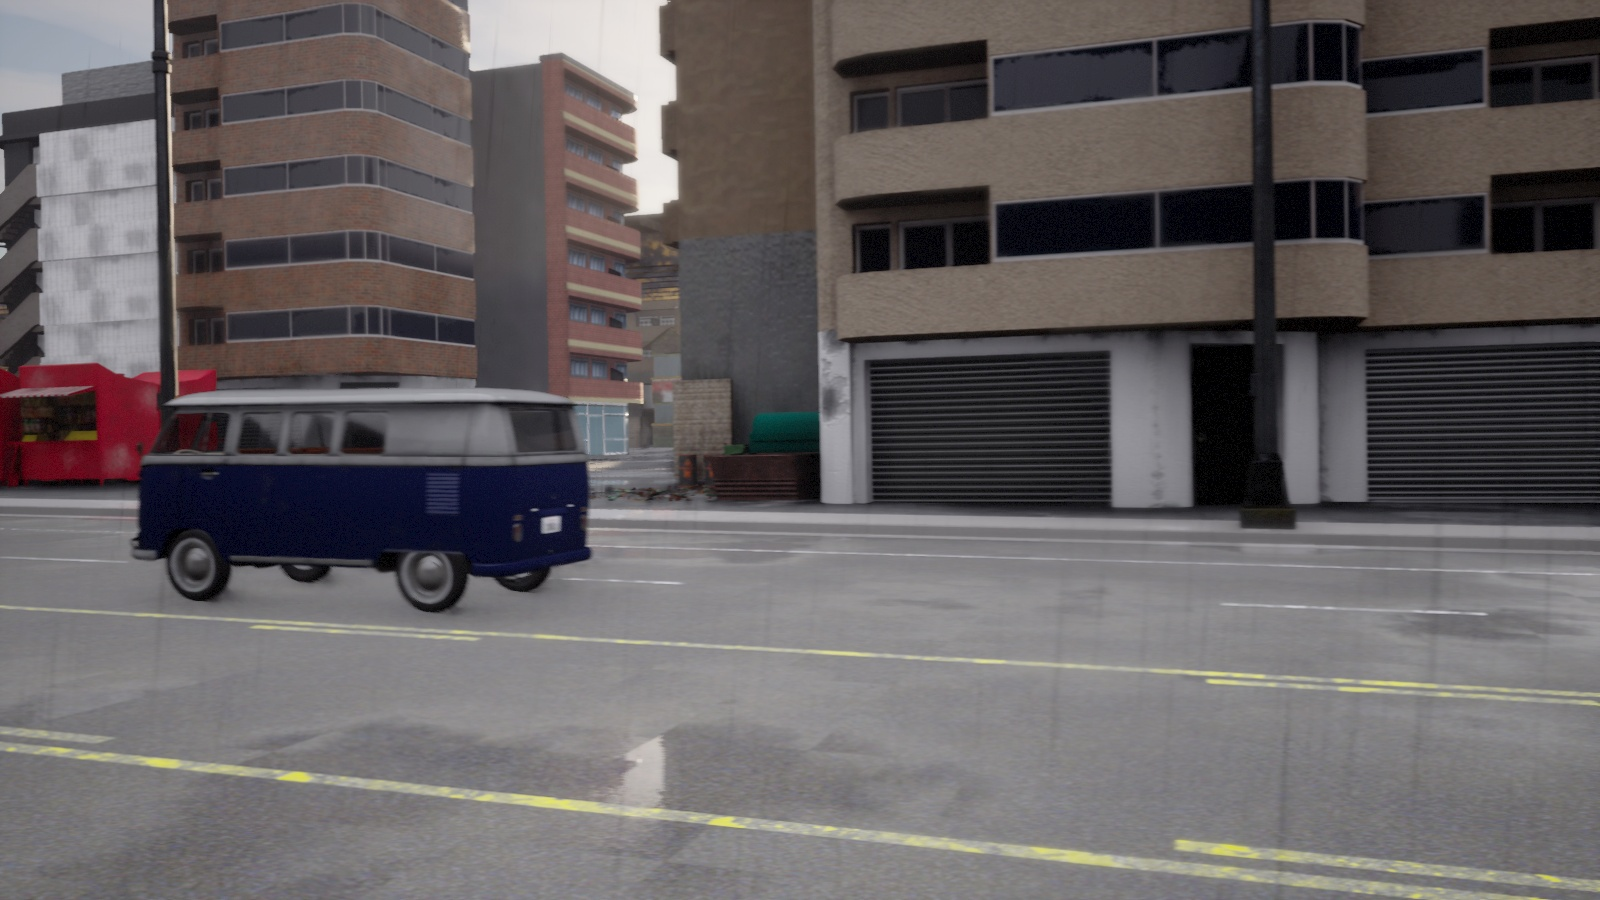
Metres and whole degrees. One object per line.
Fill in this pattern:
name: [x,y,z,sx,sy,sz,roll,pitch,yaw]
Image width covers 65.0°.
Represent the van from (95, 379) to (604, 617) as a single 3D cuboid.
van: [-4.282,0.372,12.016,4.442,1.987,1.775,1,1,19]
